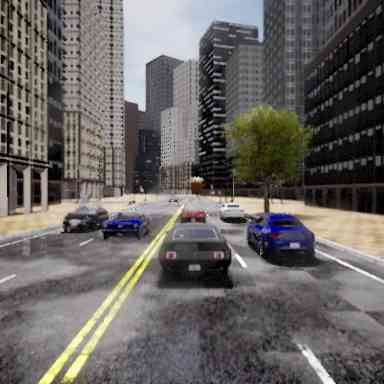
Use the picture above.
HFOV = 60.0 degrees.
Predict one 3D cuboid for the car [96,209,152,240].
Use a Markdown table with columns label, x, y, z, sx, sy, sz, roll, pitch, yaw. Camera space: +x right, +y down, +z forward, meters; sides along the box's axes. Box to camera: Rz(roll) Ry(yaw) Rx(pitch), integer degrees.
| label | x | y | z | sx | sy | sz | roll | pitch | yaw |
| --- | --- | --- | --- | --- | --- | --- | --- | --- | --- |
| car | -3.344 | 1.669 | 17.627 | 1.895 | 1.301 | 4.718 | 0 | 0 | 0 |

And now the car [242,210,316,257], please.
| label | x | y | z | sx | sy | sz | roll | pitch | yaw |
| --- | --- | --- | --- | --- | --- | --- | --- | --- | --- |
| car | 3.343 | 1.578 | 13.085 | 1.812 | 1.442 | 4.674 | 0 | 0 | 0 |

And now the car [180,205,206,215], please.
| label | x | y | z | sx | sy | sz | roll | pitch | yaw |
| --- | --- | --- | --- | --- | --- | --- | --- | --- | --- |
| car | 0.091 | 1.697 | 25.757 | 1.895 | 1.301 | 4.718 | 0 | 0 | 0 |

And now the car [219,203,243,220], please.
| label | x | y | z | sx | sy | sz | roll | pitch | yaw |
| --- | --- | --- | --- | --- | --- | --- | --- | --- | --- |
| car | 3.349 | 1.630 | 28.306 | 1.812 | 1.442 | 4.674 | 0 | 0 | 0 |

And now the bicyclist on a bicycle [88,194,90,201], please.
| label | x | y | z | sx | sy | sz | roll | pitch | yaw |
| --- | --- | --- | --- | --- | --- | --- | --- | --- | --- |
| bicyclist on a bicycle | -24.682 | 1.356 | 79.649 | 0.582 | 1.620 | 1.656 | 0 | 1 | 1 |

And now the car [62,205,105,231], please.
| label | x | y | z | sx | sy | sz | roll | pitch | yaw |
| --- | --- | --- | --- | --- | --- | --- | --- | --- | --- |
| car | -6.595 | 1.572 | 21.118 | 2.128 | 1.511 | 4.902 | 0 | 0 | 0 |

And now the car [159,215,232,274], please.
| label | x | y | z | sx | sy | sz | roll | pitch | yaw |
| --- | --- | --- | --- | --- | --- | --- | --- | --- | --- |
| car | 0.086 | 1.643 | 10.669 | 1.895 | 1.301 | 4.718 | 0 | 0 | 0 |
